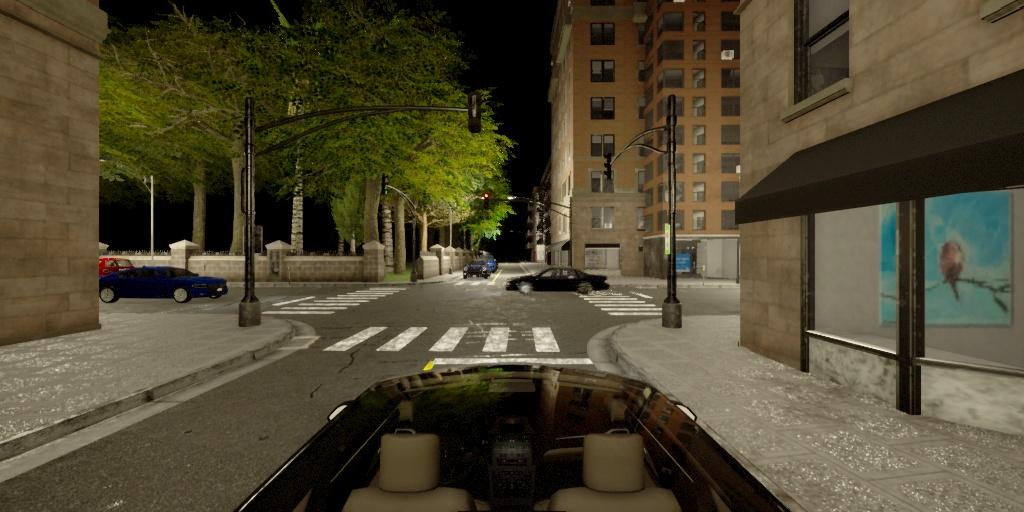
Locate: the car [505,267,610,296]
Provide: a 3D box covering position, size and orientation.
[{"bbox_3d":[2.346,1.299,18.873,5.357,1.411,2.033,0,0,1],"label":"car"}]

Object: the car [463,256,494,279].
[{"bbox_3d":[-3.093,1.083,32.212,2.097,1.767,4.553,0,0,1],"label":"car"}]

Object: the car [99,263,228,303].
[{"bbox_3d":[-15.473,1.212,15.908,5.008,1.535,1.882,0,0,0],"label":"car"}]

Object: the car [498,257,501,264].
[{"bbox_3d":[-3.024,1.169,53.051,1.882,1.535,5.008,0,0,0],"label":"car"}]

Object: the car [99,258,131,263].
[{"bbox_3d":[-25.925,1.035,21.825,5.009,1.841,2.192,0,0,1],"label":"car"}]

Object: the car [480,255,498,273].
[{"bbox_3d":[-3.051,0.934,41.974,2.150,2.045,5.566,0,0,0],"label":"car"}]
